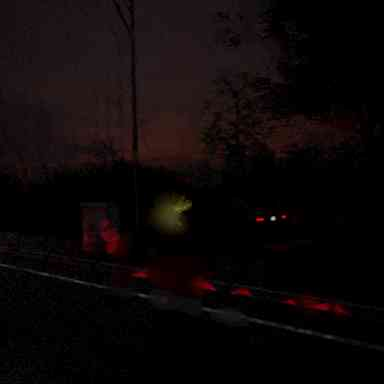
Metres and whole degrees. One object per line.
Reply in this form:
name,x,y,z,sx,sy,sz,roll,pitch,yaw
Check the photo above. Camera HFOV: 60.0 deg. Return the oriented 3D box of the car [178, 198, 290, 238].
car,1.475,0.960,13.838,2.033,1.411,5.357,-2,2,-33
